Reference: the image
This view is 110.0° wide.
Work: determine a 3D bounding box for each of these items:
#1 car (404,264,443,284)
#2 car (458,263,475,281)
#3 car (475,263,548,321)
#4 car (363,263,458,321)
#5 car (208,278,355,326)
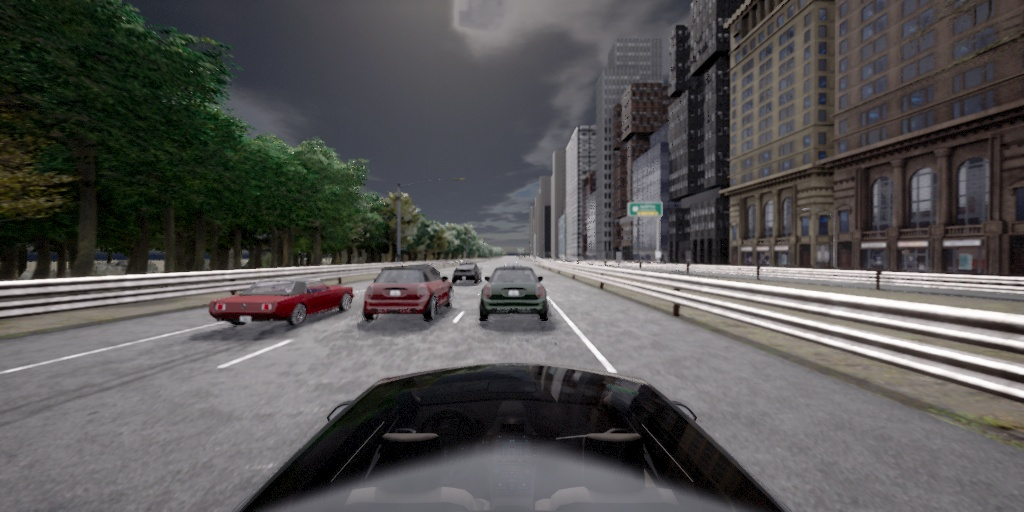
[{"bbox_3d":[-6.931,1.360,28.529,1.994,1.385,4.181,0,0,0],"label":"car"},{"bbox_3d":[-3.433,1.301,28.153,1.837,1.490,4.892,0,0,0],"label":"car"},{"bbox_3d":[0.065,1.115,12.735,2.097,1.767,4.553,0,0,0],"label":"car"},{"bbox_3d":[-3.436,1.115,12.715,2.097,1.767,4.553,0,0,0],"label":"car"},{"bbox_3d":[-6.941,1.363,11.587,1.895,1.301,4.718,0,0,0],"label":"car"}]
